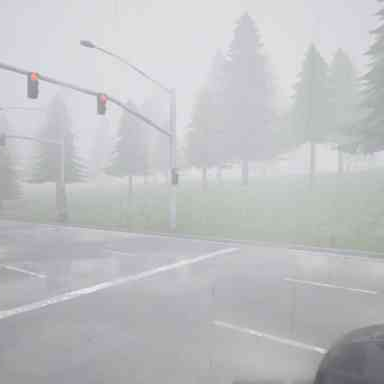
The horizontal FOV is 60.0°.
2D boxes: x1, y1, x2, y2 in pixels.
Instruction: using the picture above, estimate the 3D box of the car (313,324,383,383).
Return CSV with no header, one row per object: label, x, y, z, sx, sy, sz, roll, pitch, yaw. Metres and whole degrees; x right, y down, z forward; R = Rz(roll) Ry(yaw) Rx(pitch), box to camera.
car,3.180,1.505,1.718,4.892,1.490,1.837,0,0,36
